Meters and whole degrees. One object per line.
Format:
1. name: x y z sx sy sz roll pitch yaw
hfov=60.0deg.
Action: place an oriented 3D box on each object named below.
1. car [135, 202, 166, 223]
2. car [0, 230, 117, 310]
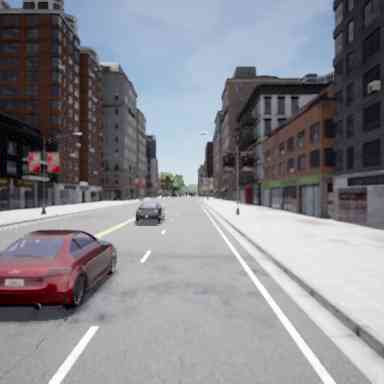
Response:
1. car: -3.140 1.524 25.627 2.128 1.511 4.902 0 0 0
2. car: -3.148 1.577 7.914 1.994 1.385 4.181 0 0 0
